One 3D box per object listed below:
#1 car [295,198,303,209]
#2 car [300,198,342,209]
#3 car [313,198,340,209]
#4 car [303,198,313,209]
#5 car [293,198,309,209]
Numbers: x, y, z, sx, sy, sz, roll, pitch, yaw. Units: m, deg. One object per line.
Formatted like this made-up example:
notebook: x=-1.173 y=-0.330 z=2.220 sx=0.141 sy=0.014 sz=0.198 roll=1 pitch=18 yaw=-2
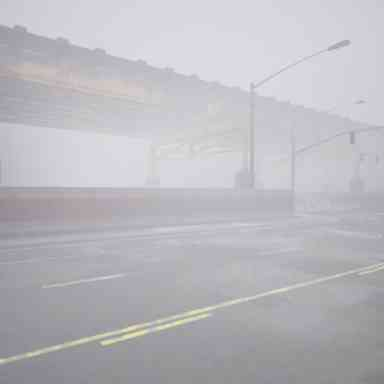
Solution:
car: x=9.992 y=1.527 z=39.169 sx=4.974 sy=1.542 sz=2.038 roll=0 pitch=0 yaw=8
car: x=17.648 y=1.551 z=45.614 sx=4.974 sy=1.542 sz=2.038 roll=0 pitch=0 yaw=-7
car: x=17.596 y=1.393 z=45.608 sx=4.536 sy=1.218 sz=1.853 roll=0 pitch=0 yaw=-7
car: x=13.737 y=1.538 z=41.855 sx=2.038 sy=1.542 sz=4.974 roll=0 pitch=0 yaw=18
car: x=13.753 y=1.380 z=41.904 sx=1.853 sy=1.218 sz=4.536 roll=0 pitch=0 yaw=18
